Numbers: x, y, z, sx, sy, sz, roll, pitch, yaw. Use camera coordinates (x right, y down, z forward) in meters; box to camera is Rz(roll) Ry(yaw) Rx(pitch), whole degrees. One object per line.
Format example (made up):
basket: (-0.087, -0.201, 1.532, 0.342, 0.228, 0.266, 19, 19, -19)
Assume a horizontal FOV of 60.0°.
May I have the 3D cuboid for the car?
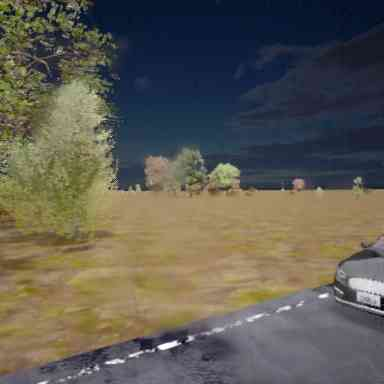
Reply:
car: (4.869, 1.469, 6.838, 4.902, 1.511, 2.128, 0, 0, -35)
